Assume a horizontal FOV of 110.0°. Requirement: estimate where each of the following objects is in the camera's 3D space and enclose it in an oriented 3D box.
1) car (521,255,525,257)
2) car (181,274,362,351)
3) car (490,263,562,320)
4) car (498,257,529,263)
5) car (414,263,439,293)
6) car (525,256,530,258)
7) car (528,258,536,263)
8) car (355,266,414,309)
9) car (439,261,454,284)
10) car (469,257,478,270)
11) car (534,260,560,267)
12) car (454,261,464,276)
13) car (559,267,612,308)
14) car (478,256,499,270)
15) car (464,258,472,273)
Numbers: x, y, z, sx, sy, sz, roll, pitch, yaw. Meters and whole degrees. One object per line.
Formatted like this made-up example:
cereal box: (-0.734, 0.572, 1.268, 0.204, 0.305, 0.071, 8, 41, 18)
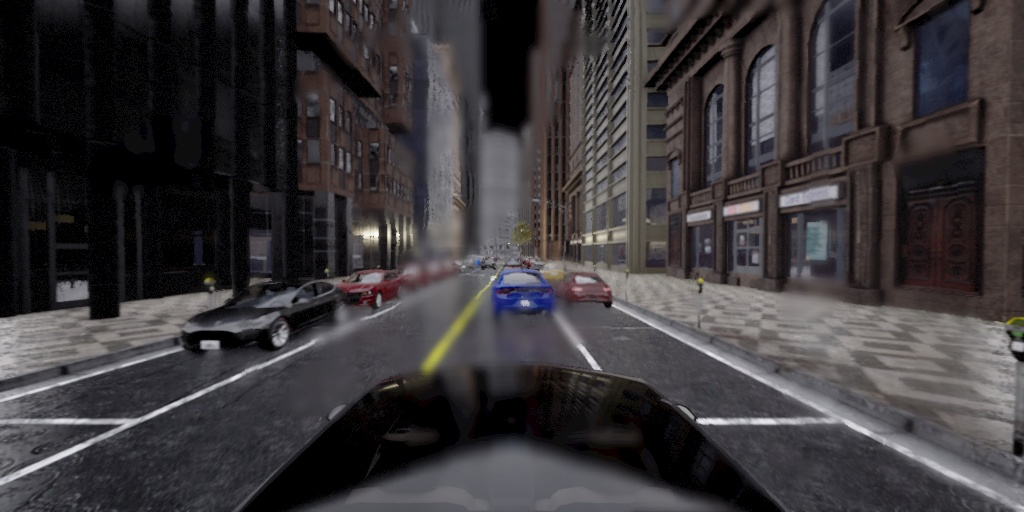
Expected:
car: (2.843, 1.019, 65.173, 1.888, 1.381, 4.507, 0, 0, 0)
car: (-5.671, 1.290, 8.919, 1.948, 1.339, 4.313, 0, 0, 0)
car: (0.268, 1.188, 12.608, 1.882, 1.535, 5.008, 0, 0, -3)
car: (0.092, 1.126, 31.439, 2.128, 1.511, 4.902, 0, 0, 0)
car: (-5.674, 1.226, 20.170, 1.888, 1.381, 4.507, 0, 0, 0)
car: (2.846, 1.102, 48.299, 1.888, 1.381, 4.507, 0, 0, 0)
car: (2.849, 1.160, 37.051, 2.007, 1.370, 4.403, 0, 0, 0)
car: (-5.672, 1.248, 14.545, 1.888, 1.381, 4.507, 0, 0, 0)
car: (-5.675, 1.203, 25.795, 1.888, 1.381, 4.507, 0, 0, 0)
car: (-5.679, 1.108, 48.293, 2.007, 1.370, 4.403, 0, 0, 0)
car: (2.851, 1.183, 25.972, 1.751, 1.417, 4.829, 0, 0, 0)
car: (-5.676, 1.180, 31.419, 1.888, 1.381, 4.507, 0, 0, 0)
car: (2.854, 1.285, 14.552, 1.802, 1.307, 4.207, 0, 0, 0)
car: (-3.033, 1.070, 47.403, 1.837, 1.490, 4.892, 0, 0, 1)
car: (-5.677, 1.160, 37.044, 2.007, 1.370, 4.403, 0, 0, 0)
